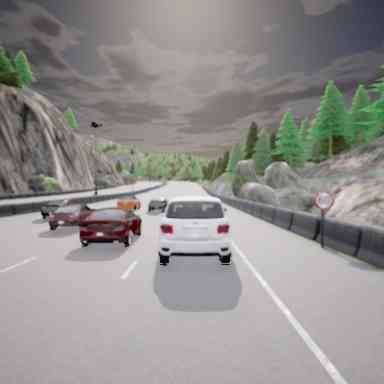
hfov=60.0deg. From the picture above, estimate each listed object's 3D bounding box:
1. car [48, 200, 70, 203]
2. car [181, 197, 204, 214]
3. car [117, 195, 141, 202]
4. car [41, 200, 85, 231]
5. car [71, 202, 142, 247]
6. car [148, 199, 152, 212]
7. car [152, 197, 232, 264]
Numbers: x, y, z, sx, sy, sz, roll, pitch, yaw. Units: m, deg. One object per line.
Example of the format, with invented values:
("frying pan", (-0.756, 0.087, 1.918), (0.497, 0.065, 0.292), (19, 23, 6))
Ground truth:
("car", (-10.444, 1.356, 26.933), (2.128, 1.511, 4.902), (0, 0, 0))
("car", (0.045, 1.296, 33.153), (2.128, 1.511, 4.902), (0, 1, 0))
("car", (-6.961, 1.121, 36.993), (2.097, 1.767, 4.553), (0, 1, 0))
("car", (-6.933, 1.432, 19.880), (1.812, 1.442, 4.674), (0, 0, 0))
("car", (-3.423, 1.408, 14.794), (1.882, 1.535, 5.008), (0, 0, 0))
("car", (-3.457, 1.281, 34.875), (2.128, 1.511, 4.902), (0, 1, 0))
("car", (0.082, 1.165, 11.673), (2.150, 2.045, 5.566), (0, 0, 0))
